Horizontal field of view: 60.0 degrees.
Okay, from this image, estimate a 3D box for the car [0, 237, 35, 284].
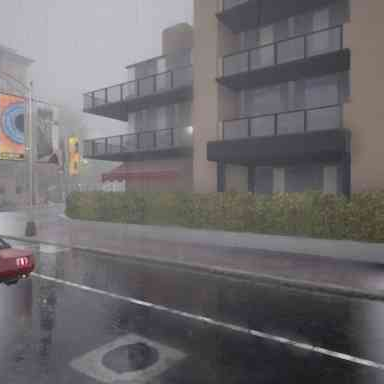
[{"bbox_3d":[-6.009,1.601,8.266,4.718,1.301,1.895,0,0,35],"label":"car"}]
